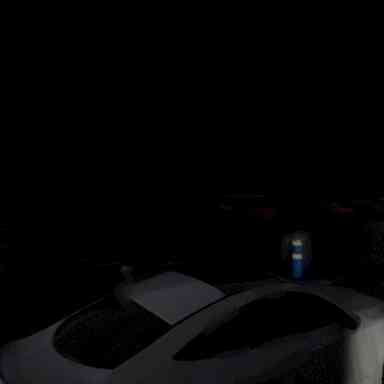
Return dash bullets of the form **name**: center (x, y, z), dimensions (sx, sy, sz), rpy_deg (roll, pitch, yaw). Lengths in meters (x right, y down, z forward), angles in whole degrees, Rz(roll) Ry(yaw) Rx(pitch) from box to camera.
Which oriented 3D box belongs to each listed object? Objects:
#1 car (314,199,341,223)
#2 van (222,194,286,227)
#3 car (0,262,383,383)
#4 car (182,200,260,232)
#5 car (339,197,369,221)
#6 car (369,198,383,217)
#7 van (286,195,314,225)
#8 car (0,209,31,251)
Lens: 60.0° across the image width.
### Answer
- **car**: center (8.046, 1.421, 24.496), dimensions (2.002, 1.452, 4.674), rpy_deg (0, 0, -36)
- **van**: center (3.456, 1.170, 21.356), dimensions (1.878, 1.987, 4.442), rpy_deg (0, 0, -36)
- **car**: center (0.511, 1.519, 3.504), dimensions (4.674, 1.442, 1.812), rpy_deg (0, 0, -36)
- **car**: center (1.267, 1.405, 19.640), dimensions (2.231, 1.521, 4.892), rpy_deg (0, 0, -36)
- **car**: center (10.416, 1.370, 25.959), dimensions (1.946, 1.575, 5.366), rpy_deg (0, 0, -36)
- **car**: center (12.573, 1.364, 27.722), dimensions (2.097, 1.535, 5.008), rpy_deg (0, 0, -36)
- **van**: center (5.718, 1.163, 22.972), dimensions (1.878, 1.987, 4.442), rpy_deg (0, 0, -36)
- **car**: center (-7.765, 1.459, 13.157), dimensions (2.163, 1.488, 4.792), rpy_deg (0, 0, -36)
